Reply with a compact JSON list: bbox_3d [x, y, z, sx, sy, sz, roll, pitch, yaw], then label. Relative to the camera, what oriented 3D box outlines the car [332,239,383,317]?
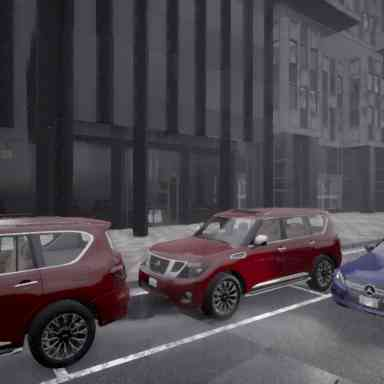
[{"bbox_3d":[4.775,1.523,6.770,4.674,1.442,1.812,0,0,-35],"label":"car"}]

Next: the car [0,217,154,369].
[{"bbox_3d":[-3.254,1.315,4.211,5.009,1.841,2.192,0,0,-35],"label":"car"}]

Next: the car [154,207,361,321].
[{"bbox_3d":[1.343,1.314,7.479,5.009,1.841,2.192,0,0,-35],"label":"car"}]
